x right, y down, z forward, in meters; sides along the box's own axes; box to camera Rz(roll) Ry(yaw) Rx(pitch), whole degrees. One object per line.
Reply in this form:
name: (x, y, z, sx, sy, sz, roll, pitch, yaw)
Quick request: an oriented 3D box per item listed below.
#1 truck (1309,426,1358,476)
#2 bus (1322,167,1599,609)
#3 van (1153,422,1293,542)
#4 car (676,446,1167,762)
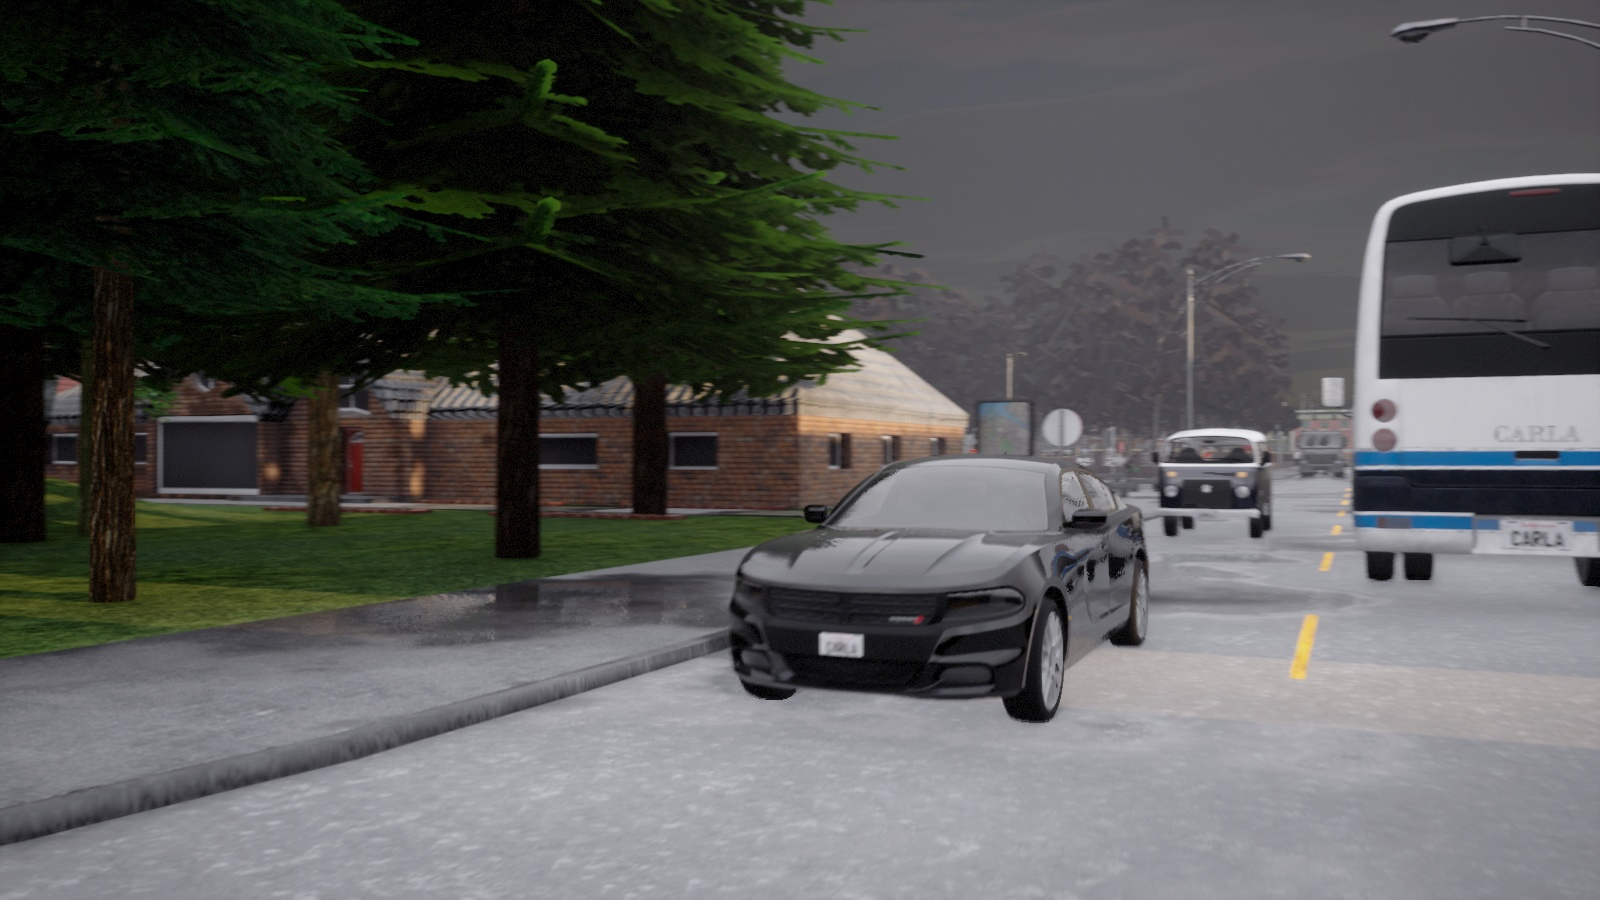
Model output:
truck: (38.750, 0.077, 91.101, 2.891, 3.462, 7.936, 0, 0, 25)
bus: (9.357, -0.582, 16.966, 3.944, 4.253, 10.273, 0, 0, 24)
van: (8.141, 0.559, 23.917, 2.069, 2.038, 4.480, 0, 0, 25)
car: (1.221, 0.763, 8.783, 1.882, 1.535, 5.008, 0, 0, 25)
